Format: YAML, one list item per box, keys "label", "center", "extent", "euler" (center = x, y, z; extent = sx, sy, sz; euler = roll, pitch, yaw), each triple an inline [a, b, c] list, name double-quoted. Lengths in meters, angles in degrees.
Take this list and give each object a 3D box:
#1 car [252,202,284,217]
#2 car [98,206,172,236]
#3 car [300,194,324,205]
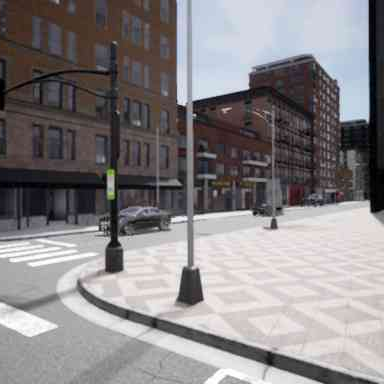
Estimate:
- label: "car"
  center: [8.054, 1.746, 35.069]
  extent: [1.882, 1.535, 5.008]
  euler: [-1, -1, 36]
- label: "car"
  center: [-3.207, 1.599, 19.427]
  extent: [2.128, 1.511, 4.902]
  euler: [0, -1, 36]
- label: "car"
  center: [17.253, 1.231, 47.708]
  extent: [2.150, 2.045, 5.566]
  euler: [0, -1, 36]
